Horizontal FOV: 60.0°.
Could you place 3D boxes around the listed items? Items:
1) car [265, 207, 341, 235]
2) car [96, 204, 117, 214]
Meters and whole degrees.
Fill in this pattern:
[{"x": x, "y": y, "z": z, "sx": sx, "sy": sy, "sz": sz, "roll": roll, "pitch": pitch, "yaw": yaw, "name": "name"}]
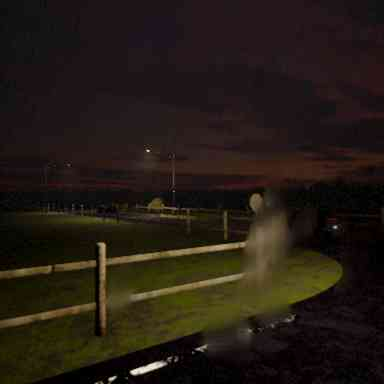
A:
[{"x": 6.589, "y": 1.712, "z": 20.329, "sx": 1.837, "sy": 1.490, "sz": 4.892, "roll": 1, "pitch": -2, "yaw": -32, "name": "car"}, {"x": -12.337, "y": 2.405, "z": 48.081, "sx": 1.994, "sy": 1.385, "sz": 4.181, "roll": 0, "pitch": -1, "yaw": -34, "name": "car"}]
